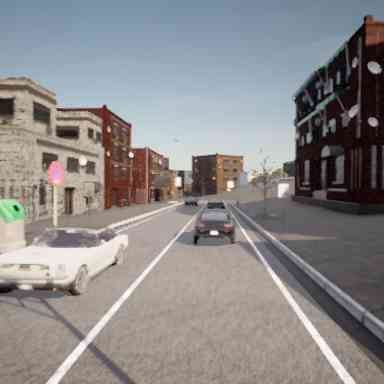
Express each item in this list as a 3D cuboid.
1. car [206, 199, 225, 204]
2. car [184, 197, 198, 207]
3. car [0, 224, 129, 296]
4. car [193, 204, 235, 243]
[{"bbox_3d":[2.569,1.463,36.503,1.882,1.535,5.008,0,0,4],"label":"car"},{"bbox_3d":[-0.090,1.432,50.530,1.882,1.535,5.008,0,0,4],"label":"car"},{"bbox_3d":[-3.154,1.573,8.769,1.895,1.301,4.718,0,0,4],"label":"car"},{"bbox_3d":[1.073,1.520,16.007,1.812,1.442,4.674,0,0,4],"label":"car"}]
